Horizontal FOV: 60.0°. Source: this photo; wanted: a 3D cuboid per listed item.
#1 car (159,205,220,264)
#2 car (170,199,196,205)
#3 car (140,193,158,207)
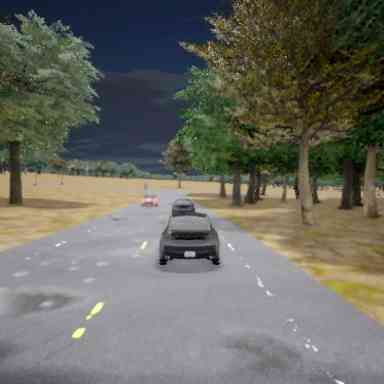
[{"bbox_3d":[-0.099,1.454,11.687,1.837,1.490,4.892,0,1,-1],"label":"car"},{"bbox_3d":[-0.732,1.319,27.173,1.837,1.490,4.892,0,1,-3],"label":"car"},{"bbox_3d":[-5.371,1.006,42.261,2.097,1.767,4.553,0,1,-4],"label":"car"}]
